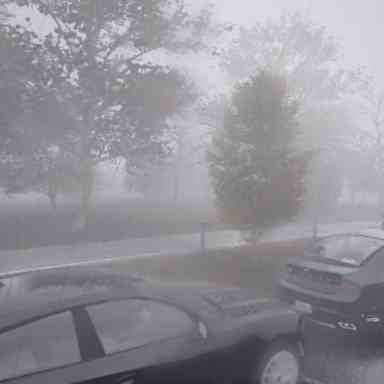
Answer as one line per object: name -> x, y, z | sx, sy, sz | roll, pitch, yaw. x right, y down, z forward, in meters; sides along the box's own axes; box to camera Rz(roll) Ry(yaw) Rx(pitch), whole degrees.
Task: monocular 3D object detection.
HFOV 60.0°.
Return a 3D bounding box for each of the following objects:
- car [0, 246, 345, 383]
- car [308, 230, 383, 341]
car -> -0.960, 1.504, 3.228 | 5.008, 1.535, 2.097 | -1, 0, -34
car -> 3.774, 1.494, 6.419 | 4.892, 1.521, 2.231 | 0, 0, -32
